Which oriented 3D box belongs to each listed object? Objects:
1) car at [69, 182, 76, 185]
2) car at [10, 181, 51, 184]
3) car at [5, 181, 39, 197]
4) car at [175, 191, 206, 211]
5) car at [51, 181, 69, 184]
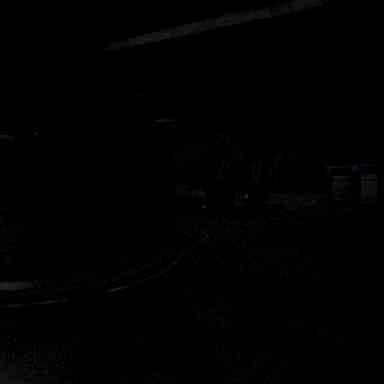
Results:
[{"bbox_3d":[-25.420,-1.282,68.066,4.605,1.855,1.932,2,2,35],"label":"car"},{"bbox_3d":[-17.219,-0.177,35.207,3.866,1.878,1.905,2,2,35],"label":"car"},{"bbox_3d":[-21.750,-0.462,42.425,4.605,1.855,1.932,2,2,35],"label":"car"},{"bbox_3d":[-0.682,0.871,29.370,1.895,1.301,4.718,2,2,36],"label":"car"},{"bbox_3d":[-26.759,-1.255,65.454,3.866,1.878,1.905,2,2,35],"label":"car"}]
